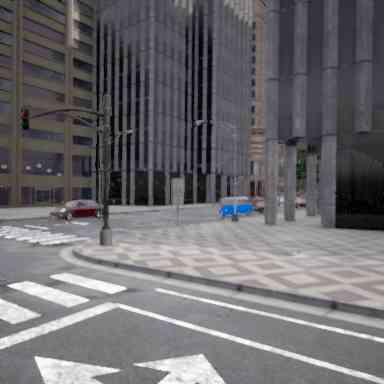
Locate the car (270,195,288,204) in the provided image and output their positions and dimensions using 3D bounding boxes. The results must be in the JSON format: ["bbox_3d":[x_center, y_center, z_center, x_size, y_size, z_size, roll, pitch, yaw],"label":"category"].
[{"bbox_3d":[16.216,1.349,61.962,1.967,1.590,4.097,1,0,36],"label":"car"}]

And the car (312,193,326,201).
[{"bbox_3d":[32.145,1.248,84.014,2.192,1.841,5.009,1,0,36],"label":"car"}]

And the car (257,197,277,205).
[{"bbox_3d":[13.029,1.486,57.552,1.802,1.307,4.206,1,0,36],"label":"car"}]

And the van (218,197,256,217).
[{"bbox_3d":[4.019,1.370,30.508,1.690,1.788,3.998,1,1,36],"label":"van"}]

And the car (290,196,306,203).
[{"bbox_3d":[22.586,1.469,70.784,2.008,1.369,4.403,1,0,36],"label":"car"}]

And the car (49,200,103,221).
[{"bbox_3d":[-9.266,1.367,26.677,1.967,1.590,4.097,1,1,36],"label":"car"}]

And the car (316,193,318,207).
[{"bbox_3d":[16.760,1.329,48.152,2.192,1.841,5.009,1,0,36],"label":"car"}]

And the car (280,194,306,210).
[{"bbox_3d":[13.573,1.452,43.741,1.967,1.590,4.097,1,1,36],"label":"car"}]

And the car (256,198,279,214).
[{"bbox_3d":[7.202,1.604,34.921,1.802,1.307,4.206,1,1,36],"label":"car"}]

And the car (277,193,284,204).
[{"bbox_3d":[13.585,1.160,53.594,2.150,2.045,5.566,1,1,36],"label":"car"}]
